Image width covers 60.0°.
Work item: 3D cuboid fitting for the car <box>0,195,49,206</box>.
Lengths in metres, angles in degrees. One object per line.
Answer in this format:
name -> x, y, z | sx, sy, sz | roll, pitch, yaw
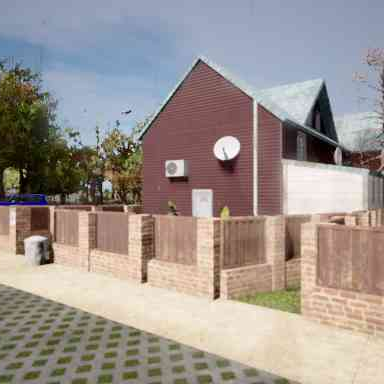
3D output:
car -> -15.602, 1.279, 29.572 | 2.150, 2.045, 5.566 | 0, 0, 36
